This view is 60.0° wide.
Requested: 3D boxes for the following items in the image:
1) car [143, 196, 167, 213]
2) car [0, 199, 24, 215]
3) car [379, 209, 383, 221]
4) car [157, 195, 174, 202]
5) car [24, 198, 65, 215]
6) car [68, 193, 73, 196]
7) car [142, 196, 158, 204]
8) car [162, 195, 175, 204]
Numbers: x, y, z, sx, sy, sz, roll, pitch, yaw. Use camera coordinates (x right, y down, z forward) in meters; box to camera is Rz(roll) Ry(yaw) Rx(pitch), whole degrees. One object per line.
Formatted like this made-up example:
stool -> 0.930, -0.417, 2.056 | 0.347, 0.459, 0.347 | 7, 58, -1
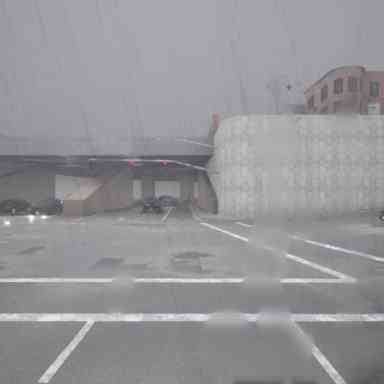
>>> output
car -> -4.268, 1.491, 36.558 | 2.128, 1.511, 4.902 | 0, 0, -1
car -> -18.369, 1.478, 34.074 | 1.882, 1.535, 5.008 | 0, 0, -1
car -> 12.781, 0.873, 18.258 | 4.674, 1.442, 1.812 | -7, 0, -1
car -> -5.976, 1.500, 75.461 | 1.837, 1.490, 4.892 | 0, 0, 24
car -> -14.881, 1.547, 34.484 | 2.033, 1.411, 5.357 | 0, 0, -2
car -> -18.881, 1.221, 53.768 | 2.150, 2.045, 5.566 | 0, 0, -1
car -> -8.119, 1.547, 65.029 | 2.033, 1.411, 5.357 | 0, 0, 4
car -> -4.595, 1.525, 65.705 | 1.812, 1.442, 4.674 | 0, 0, 4
